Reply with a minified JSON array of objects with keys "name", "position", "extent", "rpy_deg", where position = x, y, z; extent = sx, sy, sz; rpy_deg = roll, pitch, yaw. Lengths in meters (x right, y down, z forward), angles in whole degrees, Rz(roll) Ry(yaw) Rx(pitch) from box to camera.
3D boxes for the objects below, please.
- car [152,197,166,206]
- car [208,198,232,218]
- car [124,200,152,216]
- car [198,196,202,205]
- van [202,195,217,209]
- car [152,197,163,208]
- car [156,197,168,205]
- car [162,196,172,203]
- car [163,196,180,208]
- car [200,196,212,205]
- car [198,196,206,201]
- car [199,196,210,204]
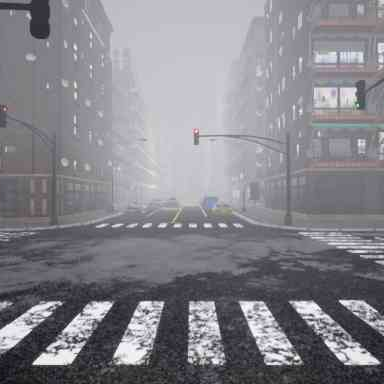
[{"name":"car","position":[-5.392,1.563,55.157],"extent":[1.752,1.417,4.829],"rpy_deg":[1,0,0]},{"name":"car","position":[2.656,1.537,30.253],"extent":[1.752,1.417,4.829],"rpy_deg":[1,0,0]},{"name":"car","position":[-5.487,1.565,32.696],"extent":[2.008,1.369,4.403],"rpy_deg":[1,0,0]},{"name":"car","position":[2.499,1.346,49.740],"extent":[2.192,1.841,5.009],"rpy_deg":[1,0,0]},{"name":"van","position":[2.540,1.366,44.087],"extent":[1.690,1.788,3.998],"rpy_deg":[1,0,0]},{"name":"car","position":[-5.385,1.613,49.670],"extent":[1.802,1.307,4.206],"rpy_deg":[1,0,0]},{"name":"car","position":[-5.402,1.627,60.985],"extent":[1.802,1.307,4.206],"rpy_deg":[1,0,0]},{"name":"car","position":[-5.420,1.612,72.301],"extent":[2.008,1.369,4.403],"rpy_deg":[1,0,0]},{"name":"car","position":[-2.827,1.509,48.890],"extent":[1.837,1.490,4.892],"rpy_deg":[0,0,0]},{"name":"car","position":[2.479,1.485,61.053],"extent":[1.967,1.590,4.097],"rpy_deg":[1,0,0]},{"name":"car","position":[2.443,1.626,83.677],"extent":[1.887,1.381,4.507],"rpy_deg":[1,0,0]},{"name":"car","position":[2.469,1.604,66.709],"extent":[2.008,1.369,4.403],"rpy_deg":[1,0,0]}]
